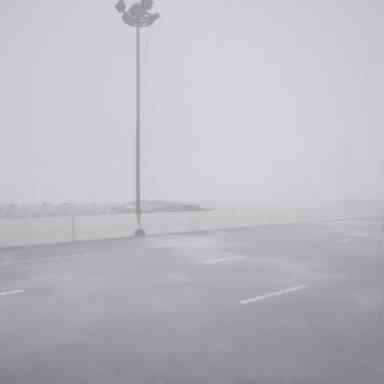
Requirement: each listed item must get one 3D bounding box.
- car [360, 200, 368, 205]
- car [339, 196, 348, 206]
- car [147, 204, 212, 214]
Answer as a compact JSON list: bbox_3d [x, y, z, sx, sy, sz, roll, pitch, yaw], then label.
[{"bbox_3d":[30.150,1.970,55.520,4.902,1.511,2.128,1,-1,-35],"label":"car"},{"bbox_3d":[27.477,1.704,57.906,5.566,2.045,2.150,1,-1,-35],"label":"car"},{"bbox_3d":[-0.680,1.597,25.008,4.718,1.301,1.895,0,0,-36],"label":"car"}]
